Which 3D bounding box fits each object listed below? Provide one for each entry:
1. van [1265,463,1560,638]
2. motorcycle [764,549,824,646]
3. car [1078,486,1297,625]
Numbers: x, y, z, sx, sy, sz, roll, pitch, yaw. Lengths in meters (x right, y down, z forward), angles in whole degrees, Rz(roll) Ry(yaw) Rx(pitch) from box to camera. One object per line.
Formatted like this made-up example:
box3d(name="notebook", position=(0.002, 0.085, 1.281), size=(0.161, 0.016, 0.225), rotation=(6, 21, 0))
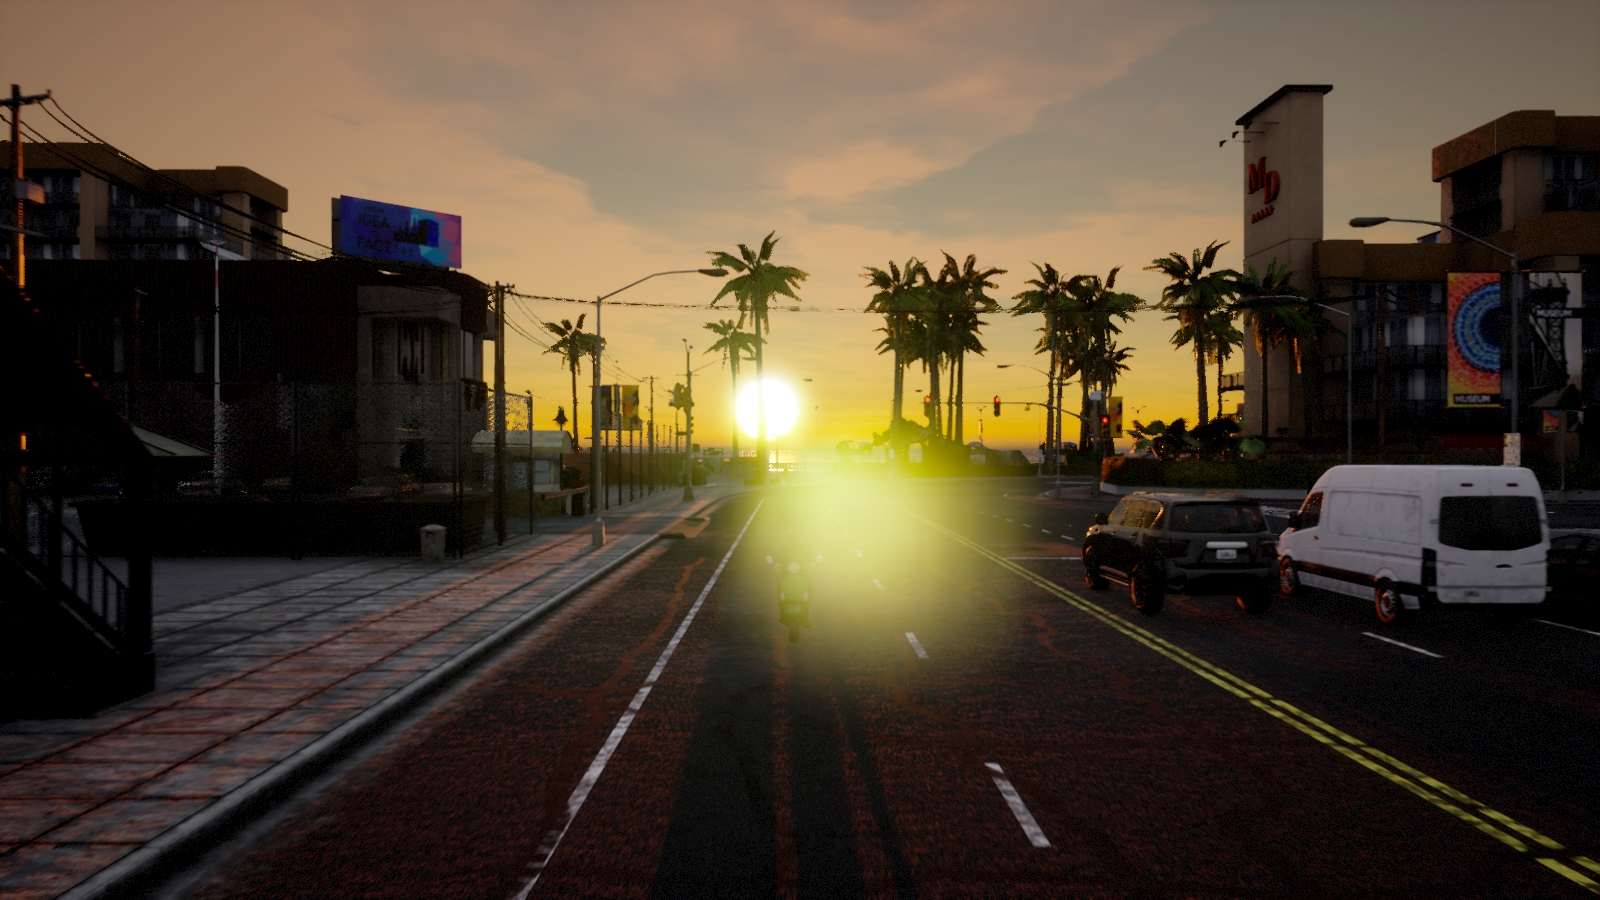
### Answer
box3d(name="van", position=(10.397, 1.534, 20.112), size=(1.988, 2.561, 5.915), rotation=(0, 0, 0))
box3d(name="motorcycle", position=(-0.084, 2.182, 17.215), size=(0.856, 1.236, 1.805), rotation=(0, 0, 0))
box3d(name="car", position=(6.891, 1.779, 21.097), size=(2.150, 2.045, 5.566), rotation=(0, 0, 0))
